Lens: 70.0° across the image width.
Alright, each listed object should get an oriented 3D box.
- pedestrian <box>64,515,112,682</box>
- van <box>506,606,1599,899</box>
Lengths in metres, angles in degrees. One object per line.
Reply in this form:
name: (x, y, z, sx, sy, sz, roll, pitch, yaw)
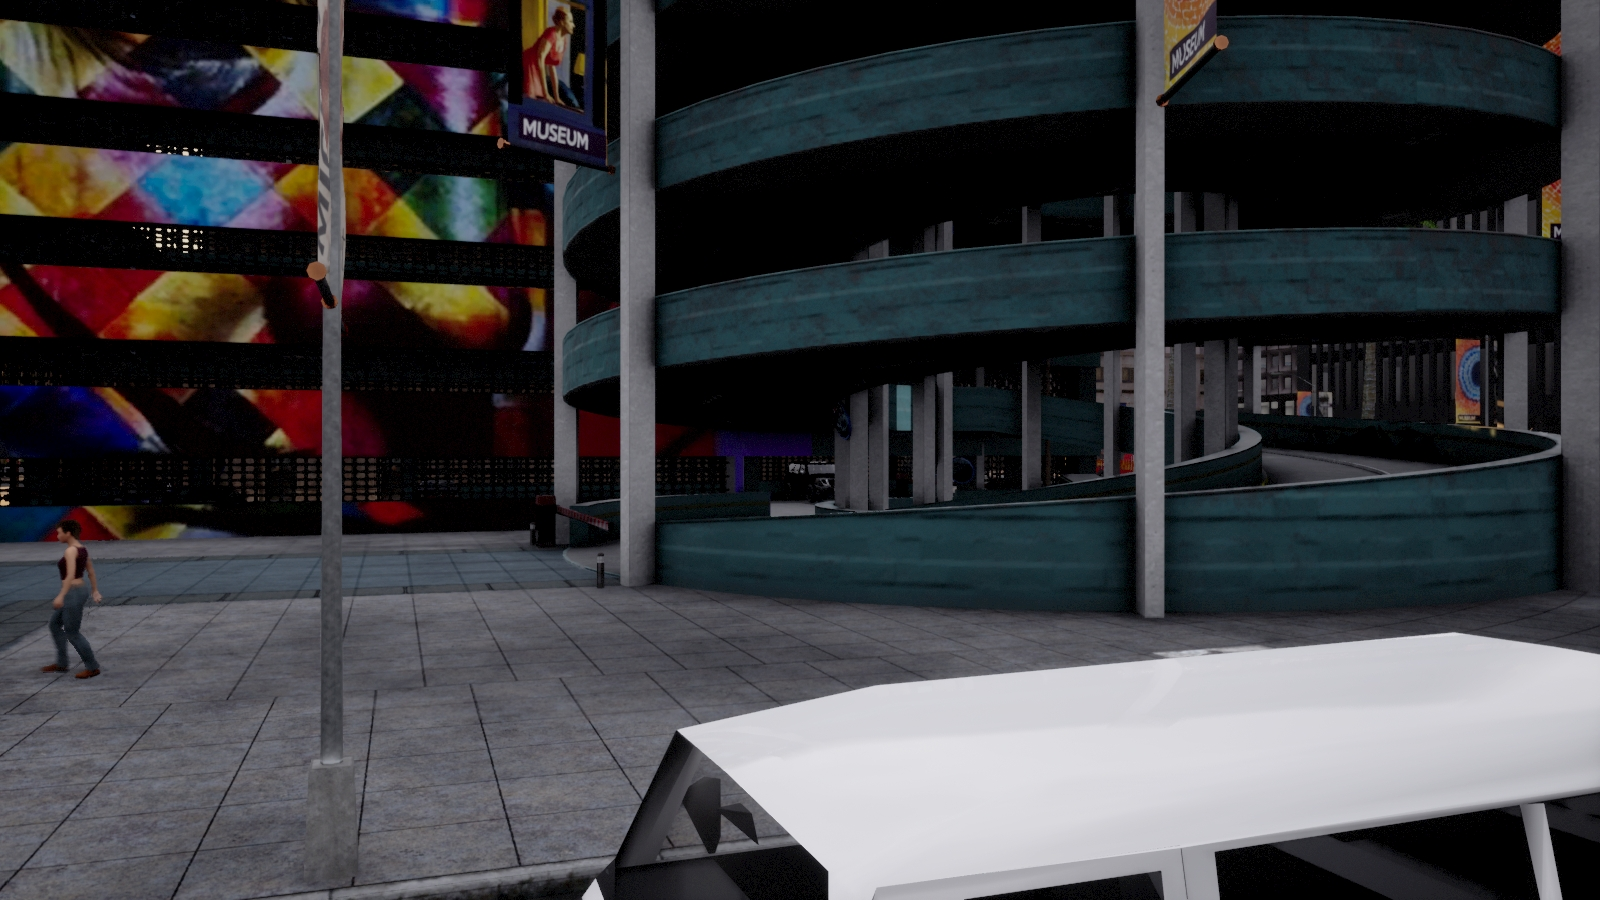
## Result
pedestrian: (-8.180, 1.696, 13.138, 0.375, 1.860, 0.375, 0, 0, -16)
van: (1.425, 1.783, 3.850, 4.480, 2.038, 2.069, 0, 0, -21)
